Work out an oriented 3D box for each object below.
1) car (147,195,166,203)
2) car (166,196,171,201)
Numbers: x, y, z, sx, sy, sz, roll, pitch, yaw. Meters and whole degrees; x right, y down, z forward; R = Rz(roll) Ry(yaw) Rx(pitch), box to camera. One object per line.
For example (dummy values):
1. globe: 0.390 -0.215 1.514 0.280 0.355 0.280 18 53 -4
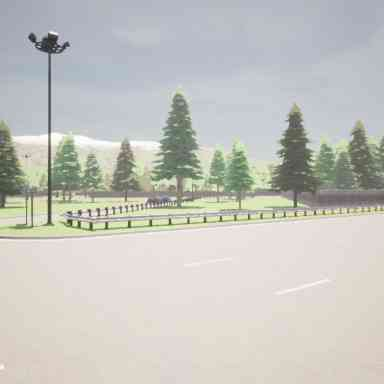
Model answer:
1. car: -6.612 1.352 59.869 2.097 1.767 4.553 0 0 6
2. car: -5.648 1.477 69.715 1.882 1.535 5.008 0 0 5
